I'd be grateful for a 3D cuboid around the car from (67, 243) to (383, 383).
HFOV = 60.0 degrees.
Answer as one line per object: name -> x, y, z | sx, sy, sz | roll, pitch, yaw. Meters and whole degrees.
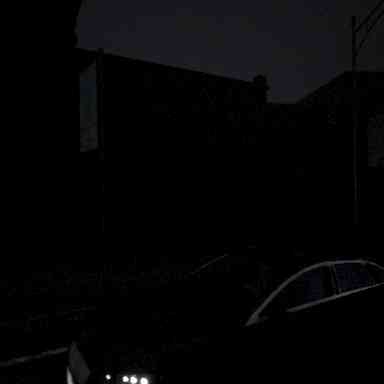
car -> 1.027, 1.486, 4.251 | 4.902, 1.511, 2.128 | 0, 0, -29
